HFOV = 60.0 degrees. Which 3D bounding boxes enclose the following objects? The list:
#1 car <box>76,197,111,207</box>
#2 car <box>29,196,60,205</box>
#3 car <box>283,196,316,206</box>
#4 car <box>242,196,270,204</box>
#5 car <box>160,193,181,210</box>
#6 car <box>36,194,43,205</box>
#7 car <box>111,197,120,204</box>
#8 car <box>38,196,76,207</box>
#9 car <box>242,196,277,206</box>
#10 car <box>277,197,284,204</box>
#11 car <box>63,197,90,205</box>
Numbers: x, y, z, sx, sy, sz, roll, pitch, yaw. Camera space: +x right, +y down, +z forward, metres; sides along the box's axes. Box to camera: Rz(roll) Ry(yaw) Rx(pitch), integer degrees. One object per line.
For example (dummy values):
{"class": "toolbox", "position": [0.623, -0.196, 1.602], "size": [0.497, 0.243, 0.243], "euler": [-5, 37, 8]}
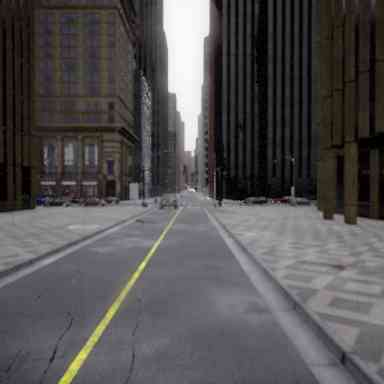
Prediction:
{"class": "car", "position": [-15.336, 1.559, 52.018], "size": [4.097, 1.590, 1.967], "euler": [0, 1, 0]}
{"class": "car", "position": [-26.843, 1.565, 60.504], "size": [4.829, 1.417, 1.752], "euler": [0, 1, 0]}
{"class": "car", "position": [17.155, 1.577, 52.130], "size": [4.403, 1.369, 2.008], "euler": [0, 1, 0]}
{"class": "car", "position": [11.585, 1.439, 60.634], "size": [4.829, 1.417, 1.752], "euler": [0, 1, 0]}
{"class": "car", "position": [-3.005, 1.216, 43.968], "size": [2.150, 2.045, 5.566], "euler": [0, 0, 0]}
{"class": "car", "position": [-25.428, 1.418, 54.747], "size": [5.566, 2.045, 2.150], "euler": [2, 1, 0]}
{"class": "car", "position": [-15.335, 1.545, 60.544], "size": [4.403, 1.369, 2.008], "euler": [0, 1, 0]}
{"class": "car", "position": [-21.006, 1.691, 52.000], "size": [4.403, 1.369, 2.008], "euler": [0, 1, 0]}
{"class": "car", "position": [10.987, 1.518, 54.871], "size": [4.892, 1.490, 1.837], "euler": [0, 1, 0]}
{"class": "car", "position": [17.055, 1.446, 60.653], "size": [4.507, 1.381, 1.887], "euler": [0, 1, 0]}
{"class": "car", "position": [-21.006, 1.580, 60.524], "size": [4.313, 1.339, 1.947], "euler": [0, 1, 0]}
